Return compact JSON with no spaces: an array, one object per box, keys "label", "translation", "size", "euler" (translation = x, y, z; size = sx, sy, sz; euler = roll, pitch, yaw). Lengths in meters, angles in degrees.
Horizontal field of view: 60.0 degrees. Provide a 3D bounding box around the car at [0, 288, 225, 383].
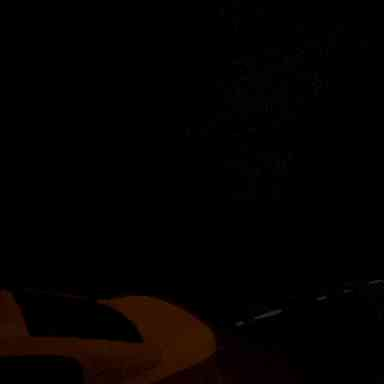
[{"label":"car","translation":[-2.084,1.479,1.859],"size":[5.008,1.535,1.882],"euler":[0,0,-35]}]
